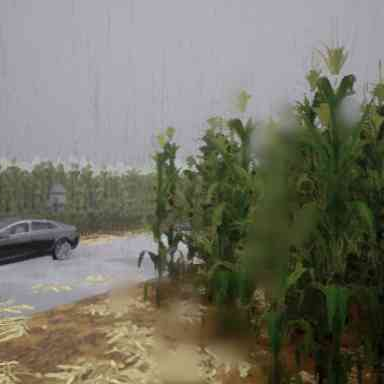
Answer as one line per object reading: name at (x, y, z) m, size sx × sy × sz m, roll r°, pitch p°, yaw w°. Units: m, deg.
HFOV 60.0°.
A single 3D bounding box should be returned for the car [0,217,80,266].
car at (-5.769, 1.579, 10.377) m, size 2.128 × 1.511 × 4.902 m, roll -1°, pitch -1°, yaw 27°
